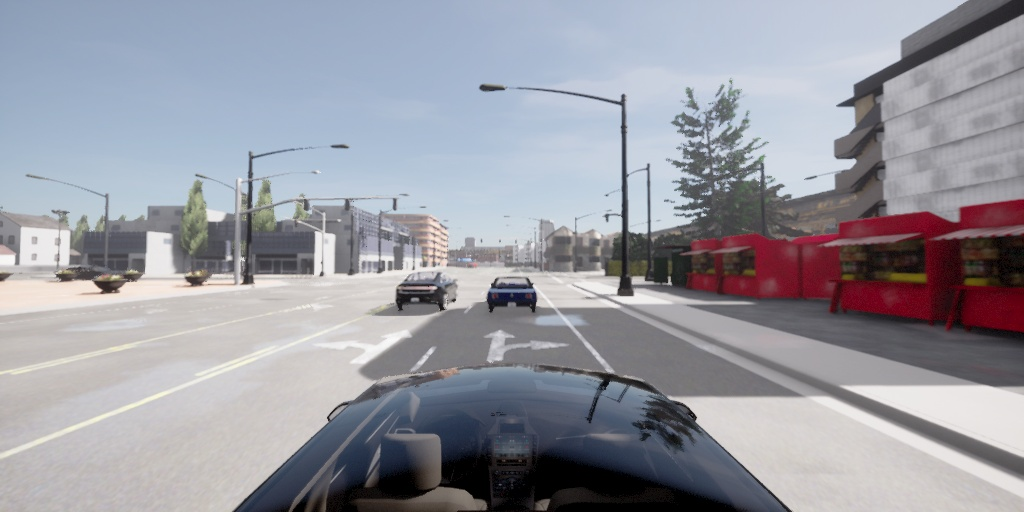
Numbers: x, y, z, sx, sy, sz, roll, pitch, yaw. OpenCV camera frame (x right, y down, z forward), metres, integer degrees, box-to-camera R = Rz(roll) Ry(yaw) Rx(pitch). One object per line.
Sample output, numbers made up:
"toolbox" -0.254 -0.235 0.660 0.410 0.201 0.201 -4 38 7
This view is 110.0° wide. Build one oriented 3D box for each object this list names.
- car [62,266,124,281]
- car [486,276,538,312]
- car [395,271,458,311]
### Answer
"car" -41.561 1.741 35.574 4.892 1.490 1.837 -1 -1 1
"car" 0.012 1.500 15.117 1.895 1.301 4.718 0 -1 0
"car" -3.485 1.396 15.366 2.128 1.511 4.902 0 -1 0
